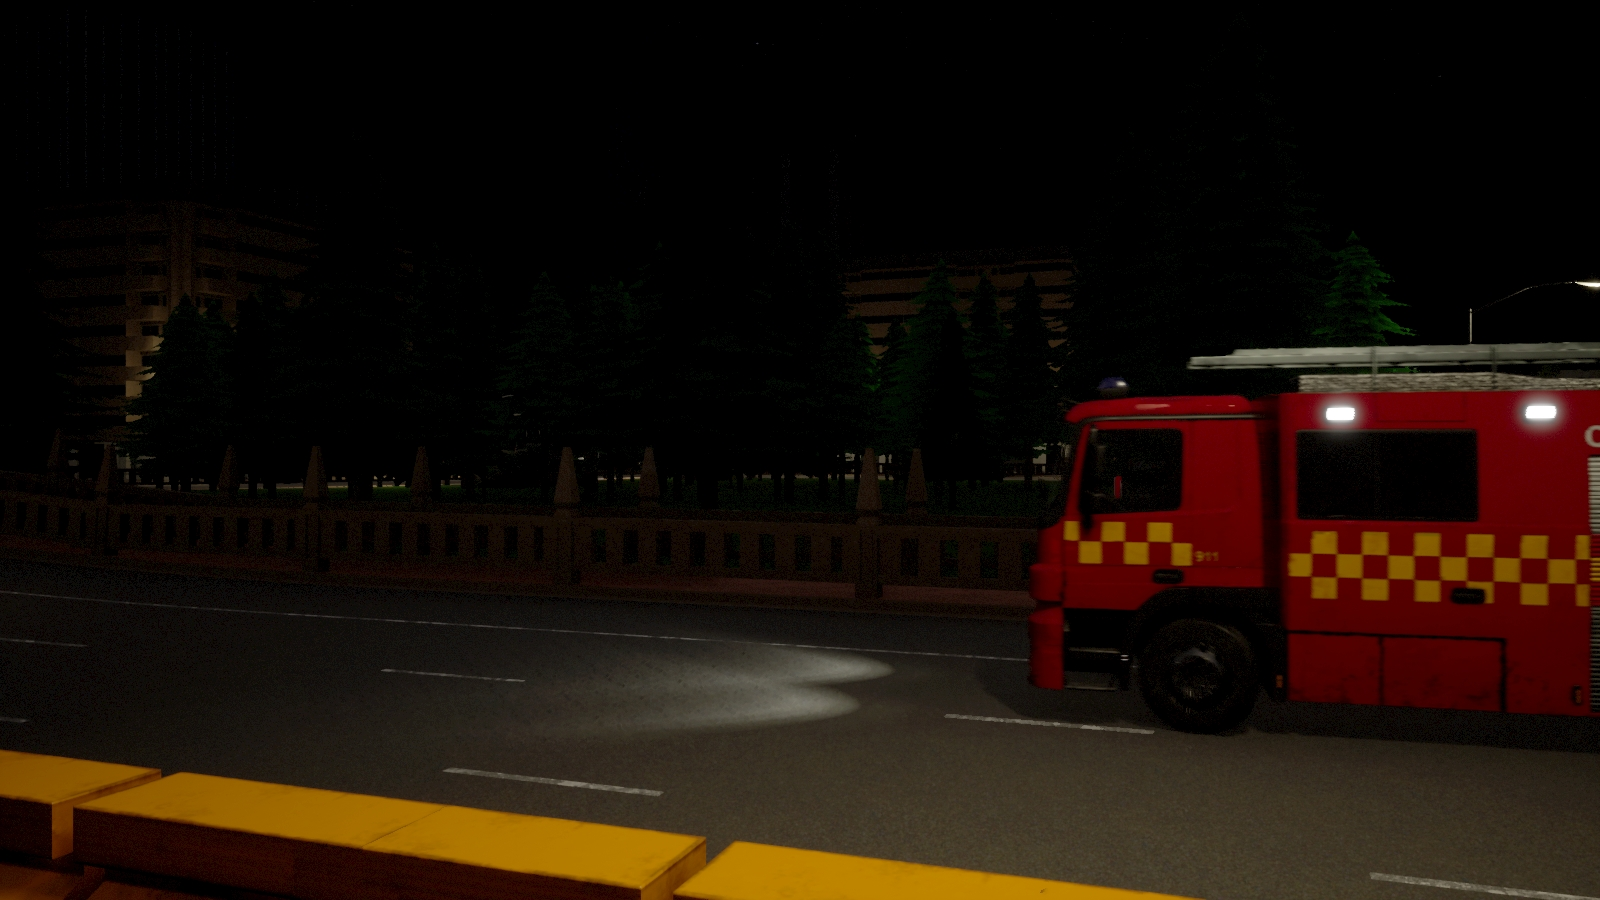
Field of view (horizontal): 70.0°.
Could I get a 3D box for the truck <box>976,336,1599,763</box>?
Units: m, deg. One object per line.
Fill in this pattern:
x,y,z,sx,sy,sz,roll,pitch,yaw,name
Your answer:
6.263,0.891,11.981,8.468,3.827,2.891,0,0,15,truck
